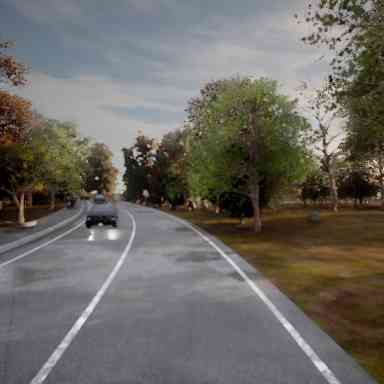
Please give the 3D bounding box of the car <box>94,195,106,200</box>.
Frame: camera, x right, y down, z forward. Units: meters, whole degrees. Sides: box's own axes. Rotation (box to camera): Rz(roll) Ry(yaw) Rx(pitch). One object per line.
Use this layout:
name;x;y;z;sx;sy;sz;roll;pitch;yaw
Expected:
car;-16.947;1.195;60.778;1.812;1.442;4.674;1;0;-18

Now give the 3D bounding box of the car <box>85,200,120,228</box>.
car;-5.671;1.459;21.637;2.033;1.411;5.357;1;0;-10
